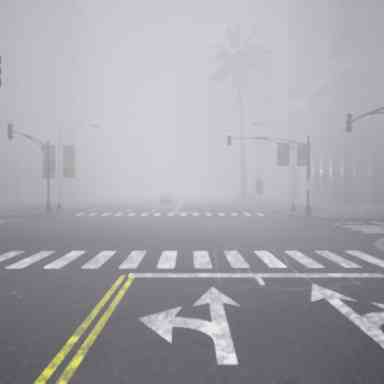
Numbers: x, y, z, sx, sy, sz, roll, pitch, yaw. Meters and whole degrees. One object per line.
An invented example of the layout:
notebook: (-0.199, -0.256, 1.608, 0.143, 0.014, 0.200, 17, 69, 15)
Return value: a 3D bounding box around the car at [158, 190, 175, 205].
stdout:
car: (-3.191, 0.904, 42.584, 1.882, 1.535, 5.008, 0, 2, 0)
